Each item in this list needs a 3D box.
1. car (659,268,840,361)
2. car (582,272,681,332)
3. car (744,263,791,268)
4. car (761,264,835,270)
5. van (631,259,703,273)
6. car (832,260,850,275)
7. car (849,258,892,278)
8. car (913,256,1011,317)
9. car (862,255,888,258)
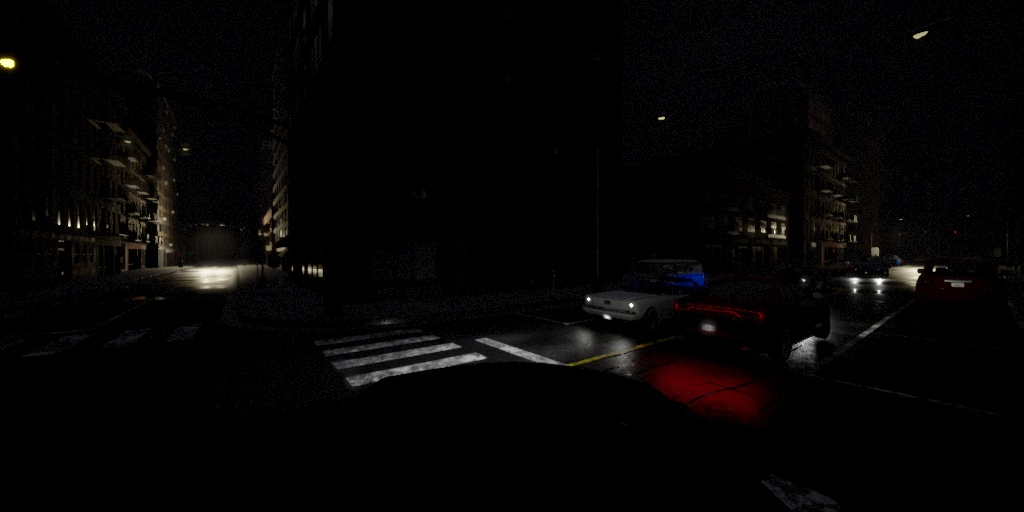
[{"bbox_3d":[5.701,1.205,8.325,5.008,1.535,1.882,0,0,-37],"label":"car"},{"bbox_3d":[4.361,1.318,10.885,4.718,1.301,1.895,0,0,-35],"label":"car"},{"bbox_3d":[15.624,1.221,22.733,4.313,1.339,1.948,0,0,-37],"label":"car"},{"bbox_3d":[15.628,1.270,19.513,4.718,1.301,1.895,0,0,-37],"label":"car"},{"bbox_3d":[7.037,1.032,16.162,3.998,1.789,1.690,0,0,-37],"label":"van"},{"bbox_3d":[32.663,1.108,35.773,4.829,1.417,1.751,0,0,-37],"label":"car"},{"bbox_3d":[31.910,1.134,31.858,4.674,1.442,1.812,0,0,-37],"label":"car"},{"bbox_3d":[16.263,1.013,13.008,5.009,1.841,2.192,0,0,-37],"label":"car"},{"bbox_3d":[45.677,0.842,45.732,5.009,1.841,2.192,0,0,-37],"label":"car"}]
